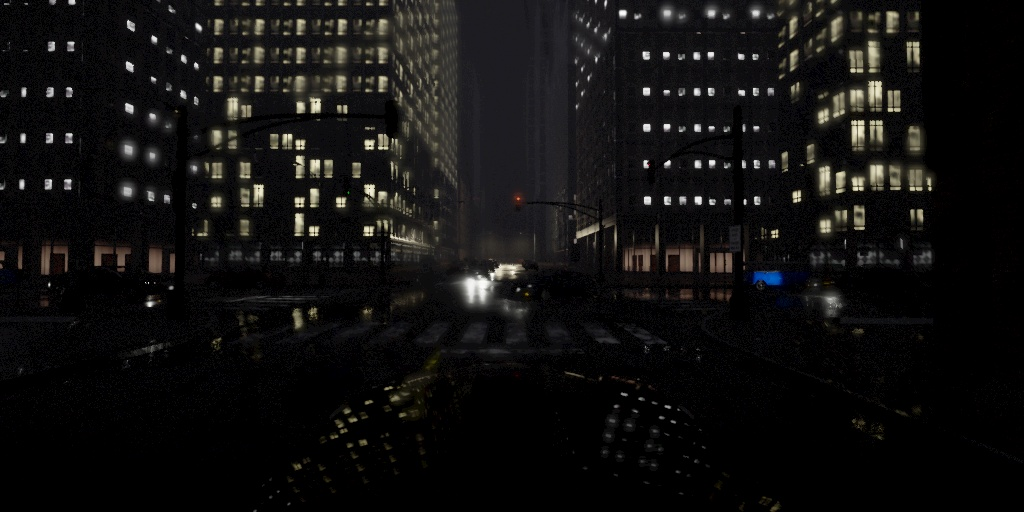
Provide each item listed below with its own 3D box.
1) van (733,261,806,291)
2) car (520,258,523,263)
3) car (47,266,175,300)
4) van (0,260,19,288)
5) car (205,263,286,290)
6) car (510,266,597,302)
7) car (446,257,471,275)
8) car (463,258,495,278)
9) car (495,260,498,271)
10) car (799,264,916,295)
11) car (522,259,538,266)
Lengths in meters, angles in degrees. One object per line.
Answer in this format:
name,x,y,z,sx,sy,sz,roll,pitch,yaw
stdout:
van,15.982,1.210,22.155,3.998,1.789,1.690,0,0,0
car,2.694,1.298,60.204,1.751,1.417,4.829,0,0,0
car,-18.086,1.191,16.459,4.902,1.511,2.128,0,-1,0
van,-33.437,1.132,22.269,3.998,1.789,1.690,0,0,0
car,-16.491,1.255,22.231,4.097,1.591,1.967,0,0,0
car,1.984,1.318,17.007,4.181,1.385,1.994,0,0,-31
car,-5.688,1.203,37.667,1.967,1.591,4.097,0,0,0
car,-3.096,1.254,34.366,2.128,1.511,4.902,0,0,0
car,-3.093,1.292,44.571,1.812,1.442,4.674,0,0,0
car,18.989,1.329,19.573,4.892,1.490,1.837,0,-1,0
car,2.693,1.350,48.878,1.802,1.307,4.207,0,0,0
